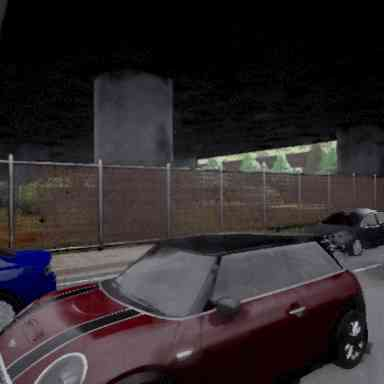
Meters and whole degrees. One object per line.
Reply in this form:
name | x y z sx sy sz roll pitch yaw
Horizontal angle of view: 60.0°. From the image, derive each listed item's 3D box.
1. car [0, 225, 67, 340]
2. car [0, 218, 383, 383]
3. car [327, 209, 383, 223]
car | -4.697 1.485 4.938 5.008 1.535 1.882 0 0 -36
car | 0.122 1.342 4.079 4.553 1.767 2.097 0 0 -36
car | 6.212 1.450 12.725 4.892 1.490 1.837 -1 0 -35
